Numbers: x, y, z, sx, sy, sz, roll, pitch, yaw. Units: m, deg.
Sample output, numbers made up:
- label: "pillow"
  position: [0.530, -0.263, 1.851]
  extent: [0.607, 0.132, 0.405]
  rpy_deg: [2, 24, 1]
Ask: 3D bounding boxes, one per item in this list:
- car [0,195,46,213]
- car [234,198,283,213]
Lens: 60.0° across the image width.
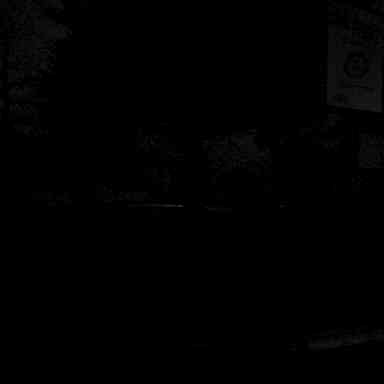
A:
- label: "car"
  position: [-14.687, 1.012, 27.417]
  extent: [1.882, 1.535, 5.008]
  rpy_deg: [1, 1, 40]
- label: "car"
  position: [6.400, 1.218, 31.506]
  extent: [4.718, 1.301, 1.895]
  rpy_deg: [2, 1, 32]
